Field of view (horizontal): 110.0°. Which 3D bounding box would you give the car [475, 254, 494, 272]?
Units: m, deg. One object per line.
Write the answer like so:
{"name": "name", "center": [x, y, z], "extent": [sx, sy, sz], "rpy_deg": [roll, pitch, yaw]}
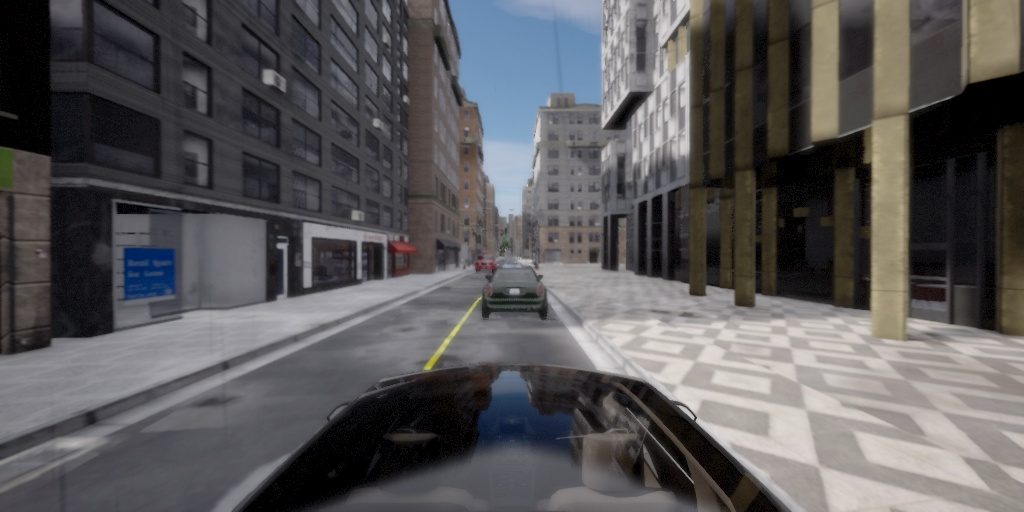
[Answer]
{"name": "car", "center": [-3.077, 0.834, 42.204], "extent": [2.150, 2.045, 5.566], "rpy_deg": [0, 0, 0]}

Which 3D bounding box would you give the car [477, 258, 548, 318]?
{"name": "car", "center": [0.085, 1.071, 12.911], "extent": [2.097, 1.767, 4.553], "rpy_deg": [0, 0, 0]}
